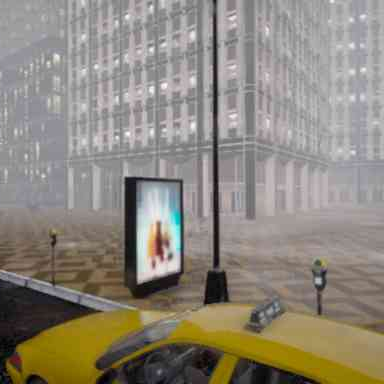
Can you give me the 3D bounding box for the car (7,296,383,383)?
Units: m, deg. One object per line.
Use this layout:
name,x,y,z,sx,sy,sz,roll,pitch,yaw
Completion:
car,0.330,1.523,2.648,4.829,1.417,1.752,0,0,36
